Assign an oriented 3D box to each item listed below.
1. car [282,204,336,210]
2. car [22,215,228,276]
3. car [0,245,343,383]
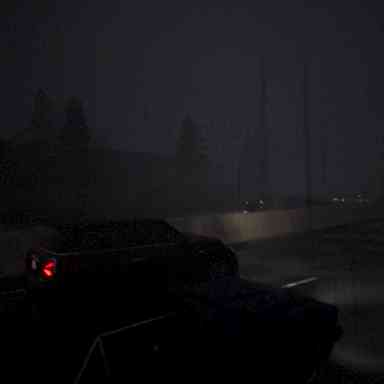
[{"bbox_3d":[9.363,1.192,25.578,2.033,1.411,5.357,0,1,44],"label":"car"},{"bbox_3d":[-1.136,1.302,7.263,4.553,1.767,2.097,-1,1,-36],"label":"car"},{"bbox_3d":[-0.516,1.578,3.388,4.718,1.301,1.895,-1,1,-36],"label":"car"}]
